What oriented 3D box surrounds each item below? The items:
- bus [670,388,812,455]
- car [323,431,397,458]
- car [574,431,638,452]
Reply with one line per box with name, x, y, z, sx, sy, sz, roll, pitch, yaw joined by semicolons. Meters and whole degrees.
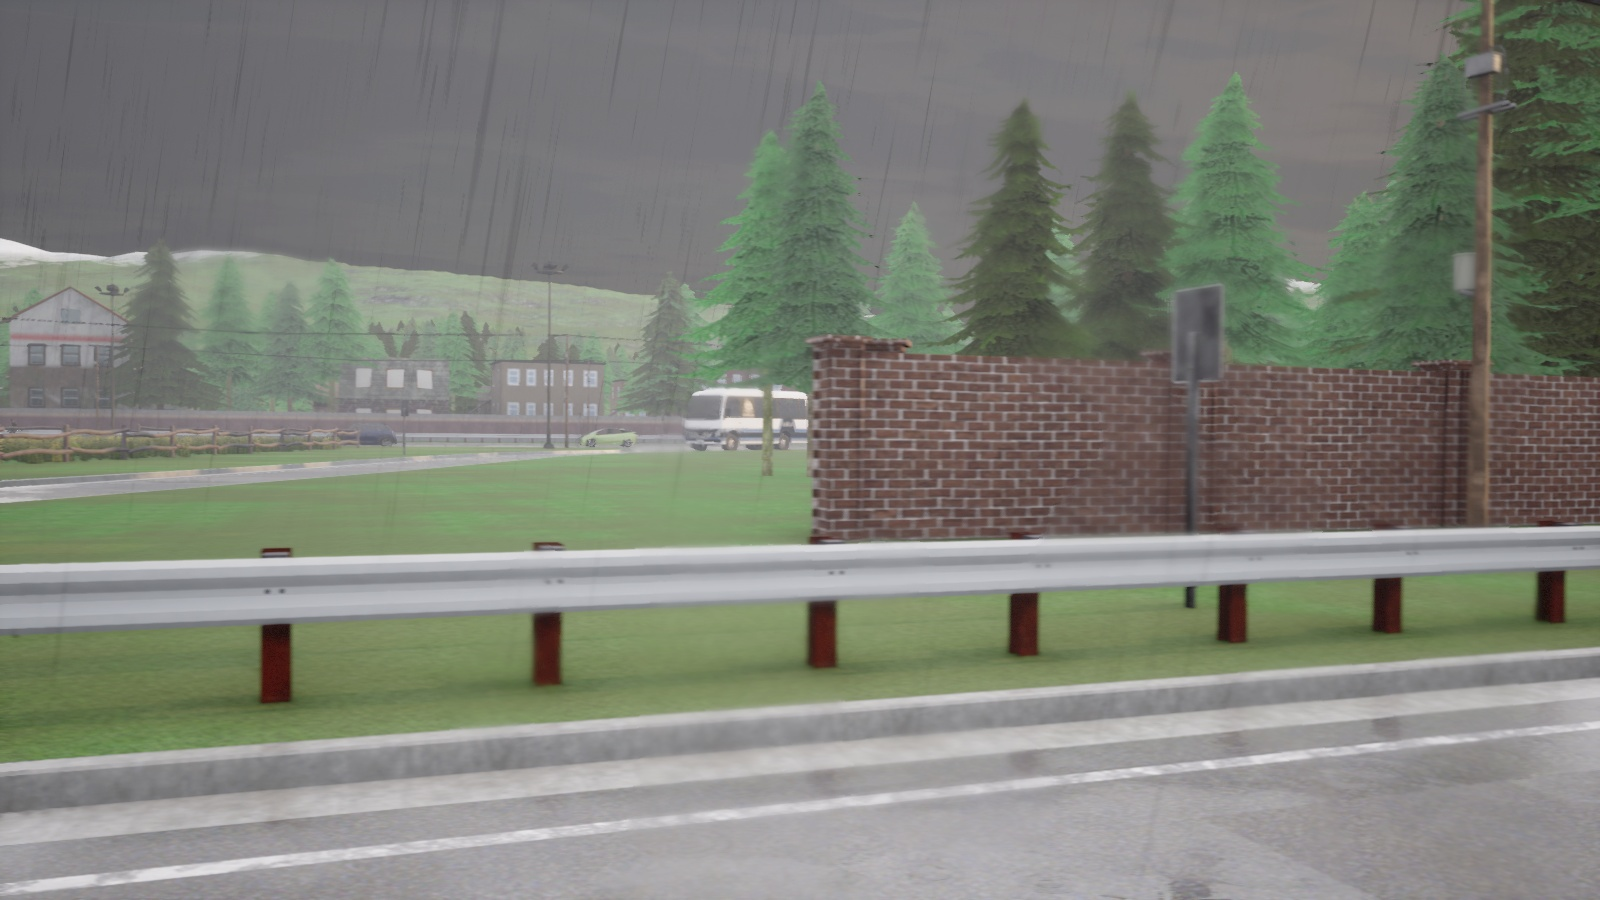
bus;-3.855;-1.934;85.589;3.944;4.253;10.273;0;1;37
car;-29.364;-0.391;83.838;4.553;1.767;2.097;-1;1;-21
car;-14.927;-0.670;96.718;4.514;1.525;2.007;-1;1;-21
